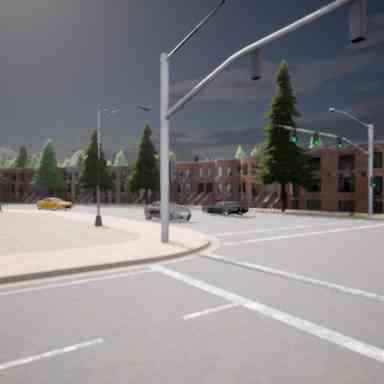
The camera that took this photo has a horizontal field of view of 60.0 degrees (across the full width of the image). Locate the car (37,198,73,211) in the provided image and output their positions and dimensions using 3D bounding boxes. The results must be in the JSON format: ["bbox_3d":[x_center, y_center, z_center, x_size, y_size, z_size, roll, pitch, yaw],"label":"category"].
[{"bbox_3d":[-16.706,1.467,40.575,5.008,1.535,1.882,0,0,31],"label":"car"}]

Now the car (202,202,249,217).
[{"bbox_3d":[2.982,1.579,31.189,1.895,1.301,4.718,0,0,-37],"label":"car"}]

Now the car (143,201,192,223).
[{"bbox_3d":[-1.945,1.477,25.615,2.128,1.511,4.902,0,0,-37],"label":"car"}]
